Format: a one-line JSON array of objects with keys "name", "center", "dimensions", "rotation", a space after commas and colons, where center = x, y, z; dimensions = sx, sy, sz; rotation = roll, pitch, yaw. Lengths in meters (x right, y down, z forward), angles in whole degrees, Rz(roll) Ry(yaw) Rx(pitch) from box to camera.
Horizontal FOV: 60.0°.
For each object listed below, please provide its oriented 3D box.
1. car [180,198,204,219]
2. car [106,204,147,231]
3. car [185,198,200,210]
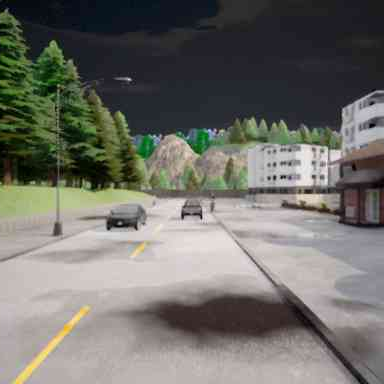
[{"name": "car", "center": [0.007, 1.509, 28.870], "dimensions": [2.128, 1.511, 4.902], "rotation": [0, 0, 0]}, {"name": "car", "center": [-4.003, 1.496, 20.970], "dimensions": [1.882, 1.535, 5.008], "rotation": [0, 0, 0]}, {"name": "car", "center": [0.050, 1.533, 43.831], "dimensions": [1.837, 1.490, 4.892], "rotation": [0, 1, 0]}]
